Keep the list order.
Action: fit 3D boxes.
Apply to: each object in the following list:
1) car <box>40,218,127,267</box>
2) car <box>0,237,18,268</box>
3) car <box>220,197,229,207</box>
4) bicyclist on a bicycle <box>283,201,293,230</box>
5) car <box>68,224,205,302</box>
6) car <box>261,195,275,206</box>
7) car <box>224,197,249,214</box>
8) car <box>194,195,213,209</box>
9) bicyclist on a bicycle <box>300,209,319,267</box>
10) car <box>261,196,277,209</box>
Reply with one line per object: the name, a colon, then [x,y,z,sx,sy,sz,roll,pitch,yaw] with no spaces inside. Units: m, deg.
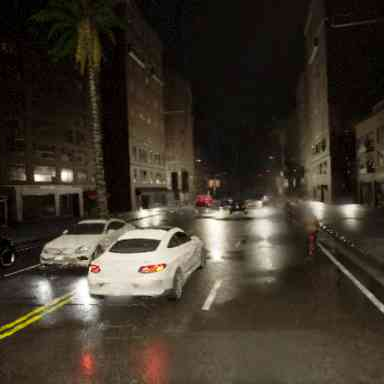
car: [-3.558,1.737,12.378,1.812,1.442,4.674,-2,0,12]
car: [-7.403,1.917,10.040,1.994,1.385,4.181,-2,0,12]
car: [5.733,1.660,54.716,1.837,1.490,4.892,-2,0,13]
bicyclist on a bicycle: [5.615,1.339,19.351,0.582,1.620,1.656,-2,-1,12]
car: [-0.901,1.608,8.442,1.812,1.442,4.674,-2,0,12]
car: [12.567,1.381,55.338,2.128,1.511,4.902,-2,0,12]
car: [5.096,1.575,35.892,2.033,1.411,5.357,-2,0,12]
car: [1.885,1.511,52.399,2.150,2.045,5.566,-2,0,13]
bicyclist on a bicycle: [3.592,1.363,10.096,0.582,1.620,1.656,-2,-1,12]
car: [10.317,1.384,44.696,2.128,1.511,4.902,-2,0,13]
